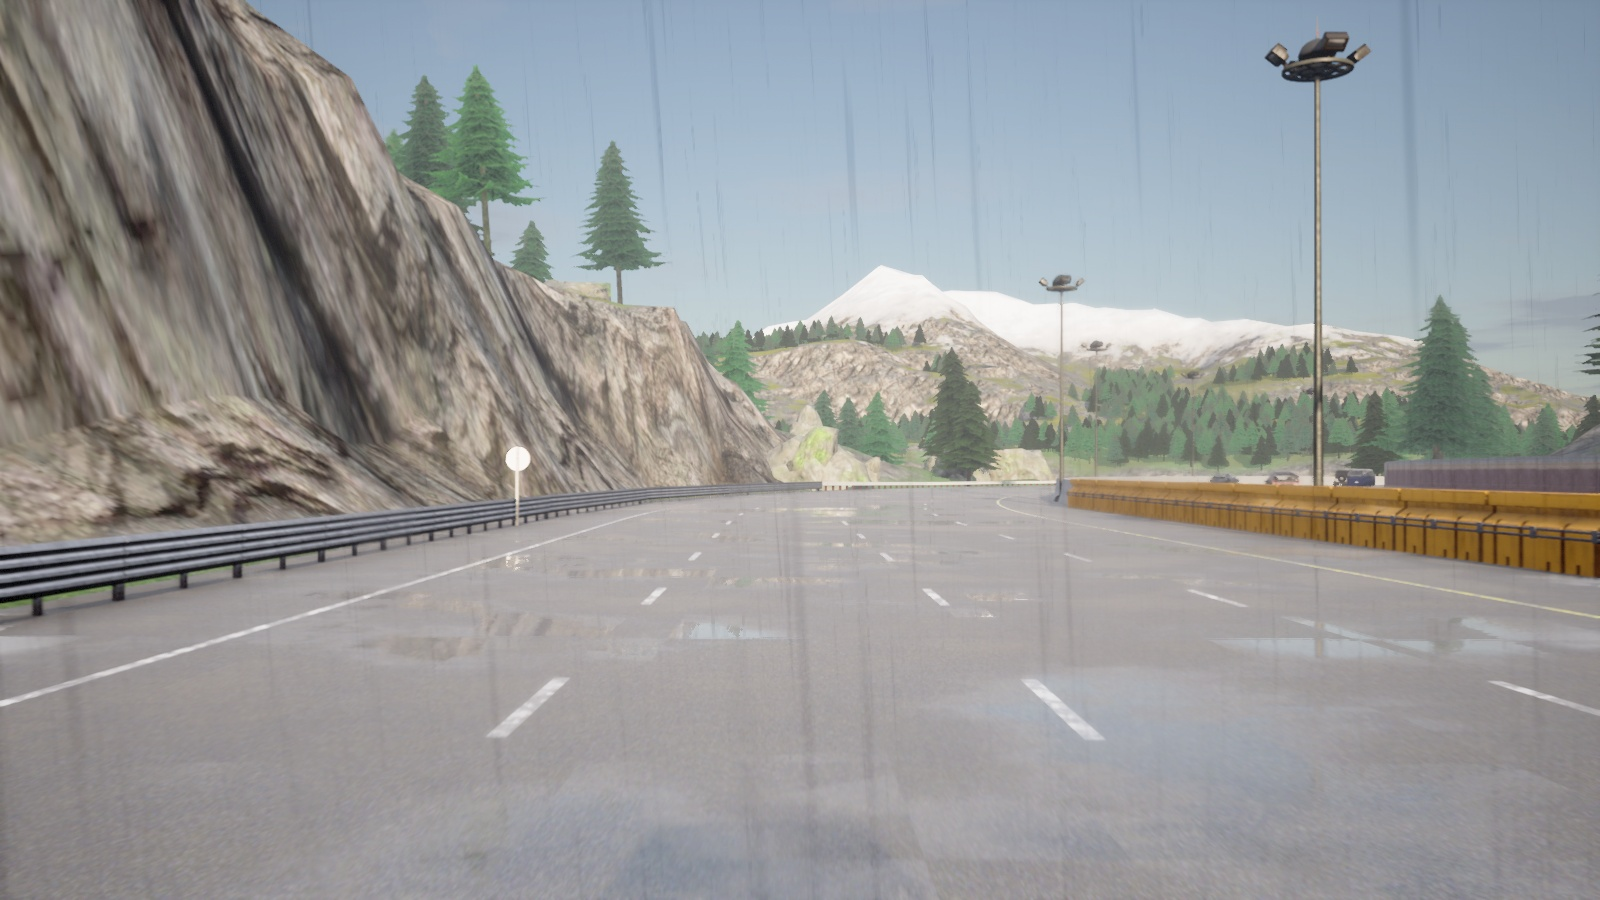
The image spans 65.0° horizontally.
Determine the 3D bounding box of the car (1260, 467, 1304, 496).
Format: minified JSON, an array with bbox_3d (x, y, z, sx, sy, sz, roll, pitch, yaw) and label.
[{"bbox_3d":[27.721,1.813,72.331,1.851,1.617,3.988,-1,-1,13],"label":"car"}]
